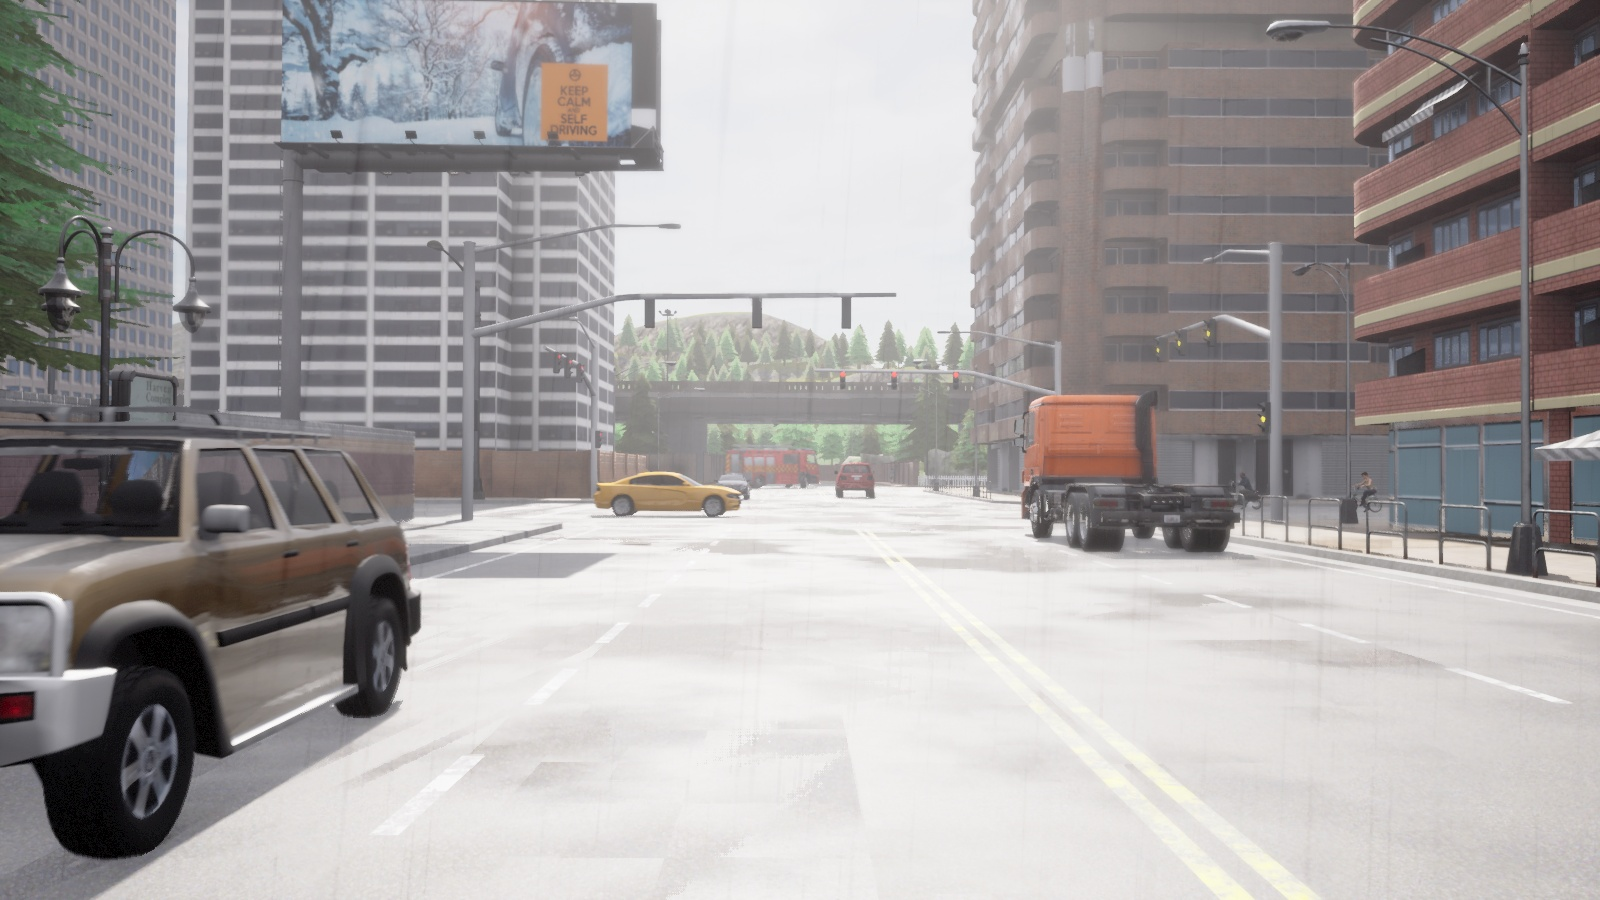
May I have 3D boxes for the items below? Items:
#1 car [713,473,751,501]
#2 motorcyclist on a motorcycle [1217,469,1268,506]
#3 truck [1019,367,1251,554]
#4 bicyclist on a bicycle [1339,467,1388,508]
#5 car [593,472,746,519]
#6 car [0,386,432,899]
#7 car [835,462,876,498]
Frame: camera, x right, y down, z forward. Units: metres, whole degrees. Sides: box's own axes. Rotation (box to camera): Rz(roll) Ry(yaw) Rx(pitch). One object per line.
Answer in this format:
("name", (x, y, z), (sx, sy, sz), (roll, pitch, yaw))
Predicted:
("car", (-3.696, 2.011, 68.991), (1.812, 1.442, 4.674), (0, -1, 0))
("motorcyclist on a motorcycle", (18.769, 1.585, 53.265), (1.817, 1.590, 0.866), (0, -1, 0))
("truck", (6.917, 0.263, 27.349), (2.891, 3.462, 7.936), (0, -1, 0))
("bicyclist on a bicycle", (22.322, 1.495, 49.752), (1.509, 1.612, 0.866), (0, -1, 0))
("car", (-4.396, 1.527, 42.824), (5.008, 1.535, 1.882), (0, -1, 0))
("car", (-3.520, 0.753, 6.439), (1.932, 1.855, 4.605), (0, -1, 0))
("car", (3.287, 1.781, 75.237), (2.150, 2.045, 5.566), (0, -1, 0))
